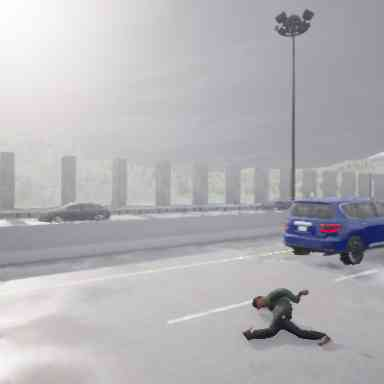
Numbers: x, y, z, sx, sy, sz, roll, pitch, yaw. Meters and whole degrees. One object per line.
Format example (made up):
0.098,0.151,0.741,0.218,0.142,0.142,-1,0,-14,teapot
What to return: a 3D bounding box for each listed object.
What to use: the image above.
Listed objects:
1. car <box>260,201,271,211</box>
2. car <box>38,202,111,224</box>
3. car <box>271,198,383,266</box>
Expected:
10.287,1.526,40.018,4.674,1.442,1.812,0,0,-32,car
-8.300,1.505,23.718,4.892,1.490,1.837,0,0,-34,car
5.677,1.222,11.823,5.566,2.045,2.150,0,0,-33,car
